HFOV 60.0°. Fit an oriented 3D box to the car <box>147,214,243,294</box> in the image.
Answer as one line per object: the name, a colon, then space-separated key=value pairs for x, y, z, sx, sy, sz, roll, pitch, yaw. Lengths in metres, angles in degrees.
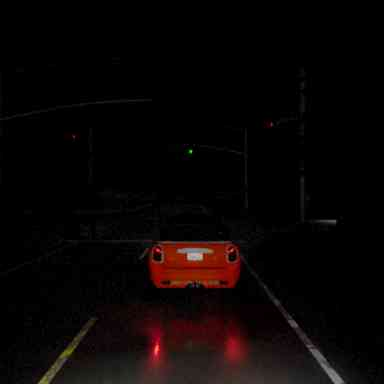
car: x=0.066 y=1.384 z=9.073 sx=2.097 sy=1.767 sz=4.553 roll=0 pitch=0 yaw=0
